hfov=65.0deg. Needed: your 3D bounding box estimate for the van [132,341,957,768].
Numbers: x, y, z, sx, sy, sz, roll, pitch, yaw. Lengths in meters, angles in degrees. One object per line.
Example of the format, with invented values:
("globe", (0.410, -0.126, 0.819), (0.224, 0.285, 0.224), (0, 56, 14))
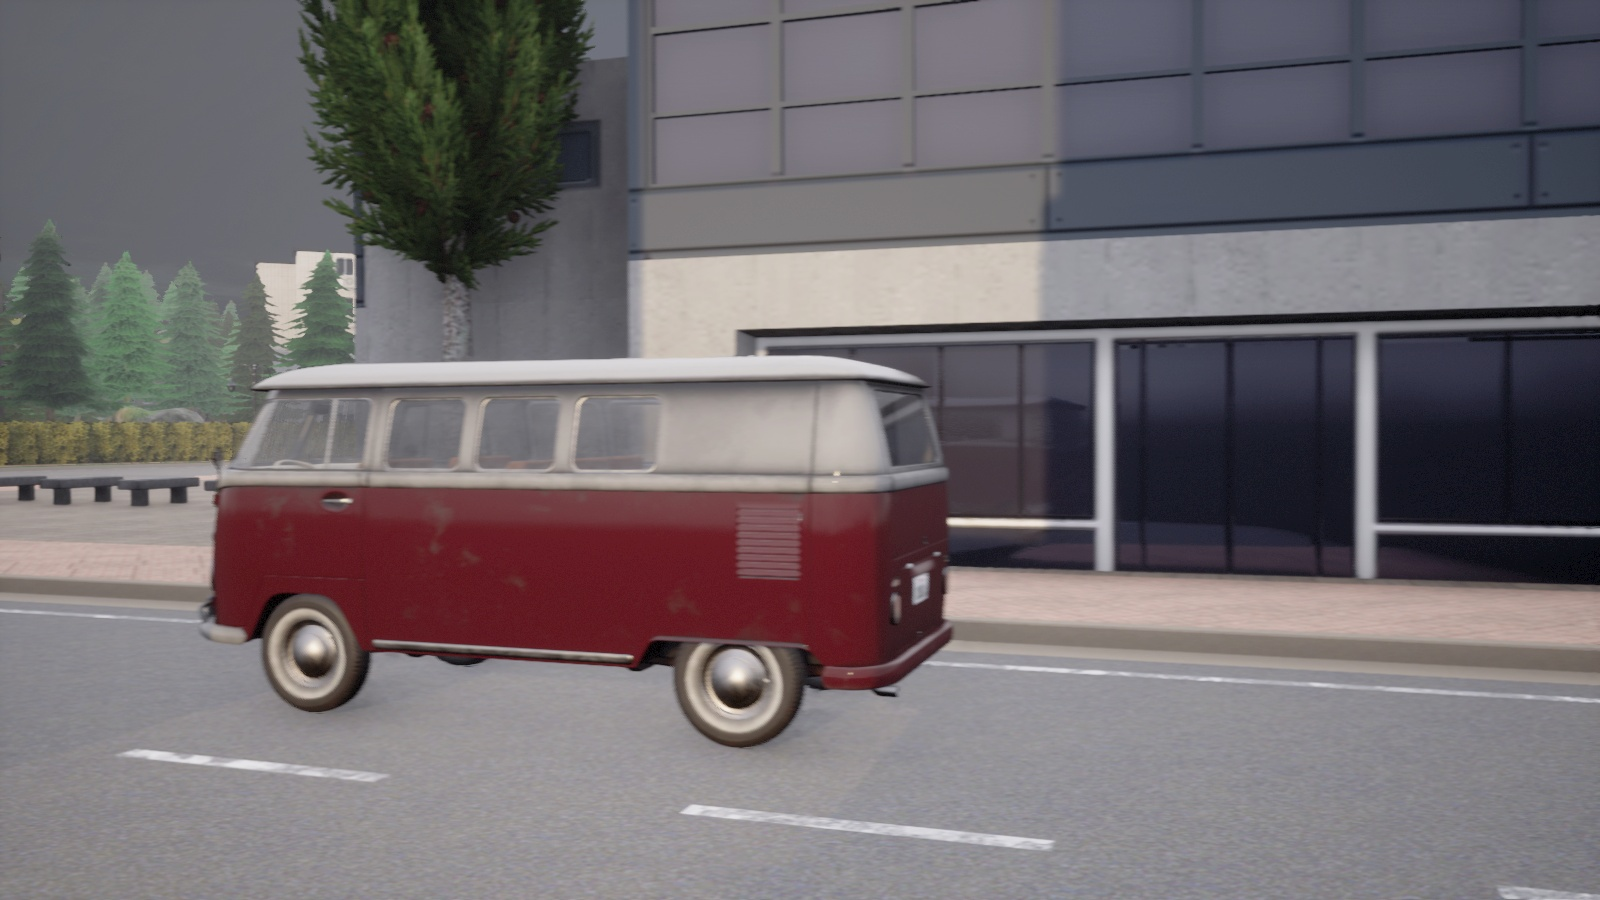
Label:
("van", (-1.457, 0.456, 7.372), (4.442, 1.987, 1.775), (1, 1, 19))
